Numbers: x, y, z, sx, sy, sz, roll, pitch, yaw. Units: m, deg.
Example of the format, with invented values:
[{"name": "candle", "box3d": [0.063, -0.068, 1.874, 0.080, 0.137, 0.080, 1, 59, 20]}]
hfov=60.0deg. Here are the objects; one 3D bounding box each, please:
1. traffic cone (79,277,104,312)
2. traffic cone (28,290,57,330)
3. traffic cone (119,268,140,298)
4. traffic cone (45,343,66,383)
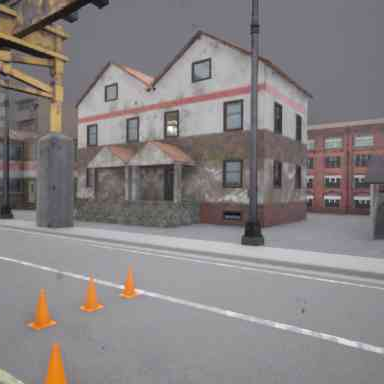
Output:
[{"name": "traffic cone", "box3d": [-1.943, 1.951, 6.428, 0.340, 0.580, 0.340, 0, 0, 36]}, {"name": "traffic cone", "box3d": [-2.528, 1.951, 5.617, 0.340, 0.580, 0.340, 0, 0, 36]}, {"name": "traffic cone", "box3d": [-1.358, 1.951, 7.239, 0.340, 0.580, 0.340, 0, 0, 36]}, {"name": "traffic cone", "box3d": [-1.492, 1.953, 3.636, 0.340, 0.580, 0.340, 0, 0, 36]}]
